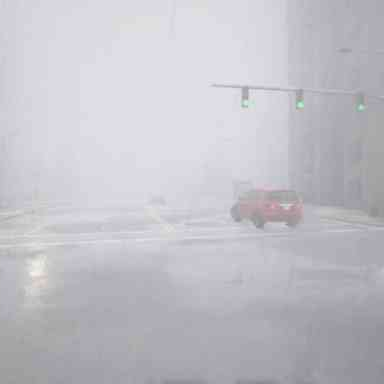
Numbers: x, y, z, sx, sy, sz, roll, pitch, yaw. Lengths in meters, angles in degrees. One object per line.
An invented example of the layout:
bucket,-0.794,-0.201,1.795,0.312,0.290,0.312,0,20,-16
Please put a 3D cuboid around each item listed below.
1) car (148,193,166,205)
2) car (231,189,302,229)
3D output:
car,-4.361,0.835,41.496,1.812,1.442,4.674,-1,1,-12
car,4.005,0.835,18.737,2.150,2.045,5.566,-1,1,-12
